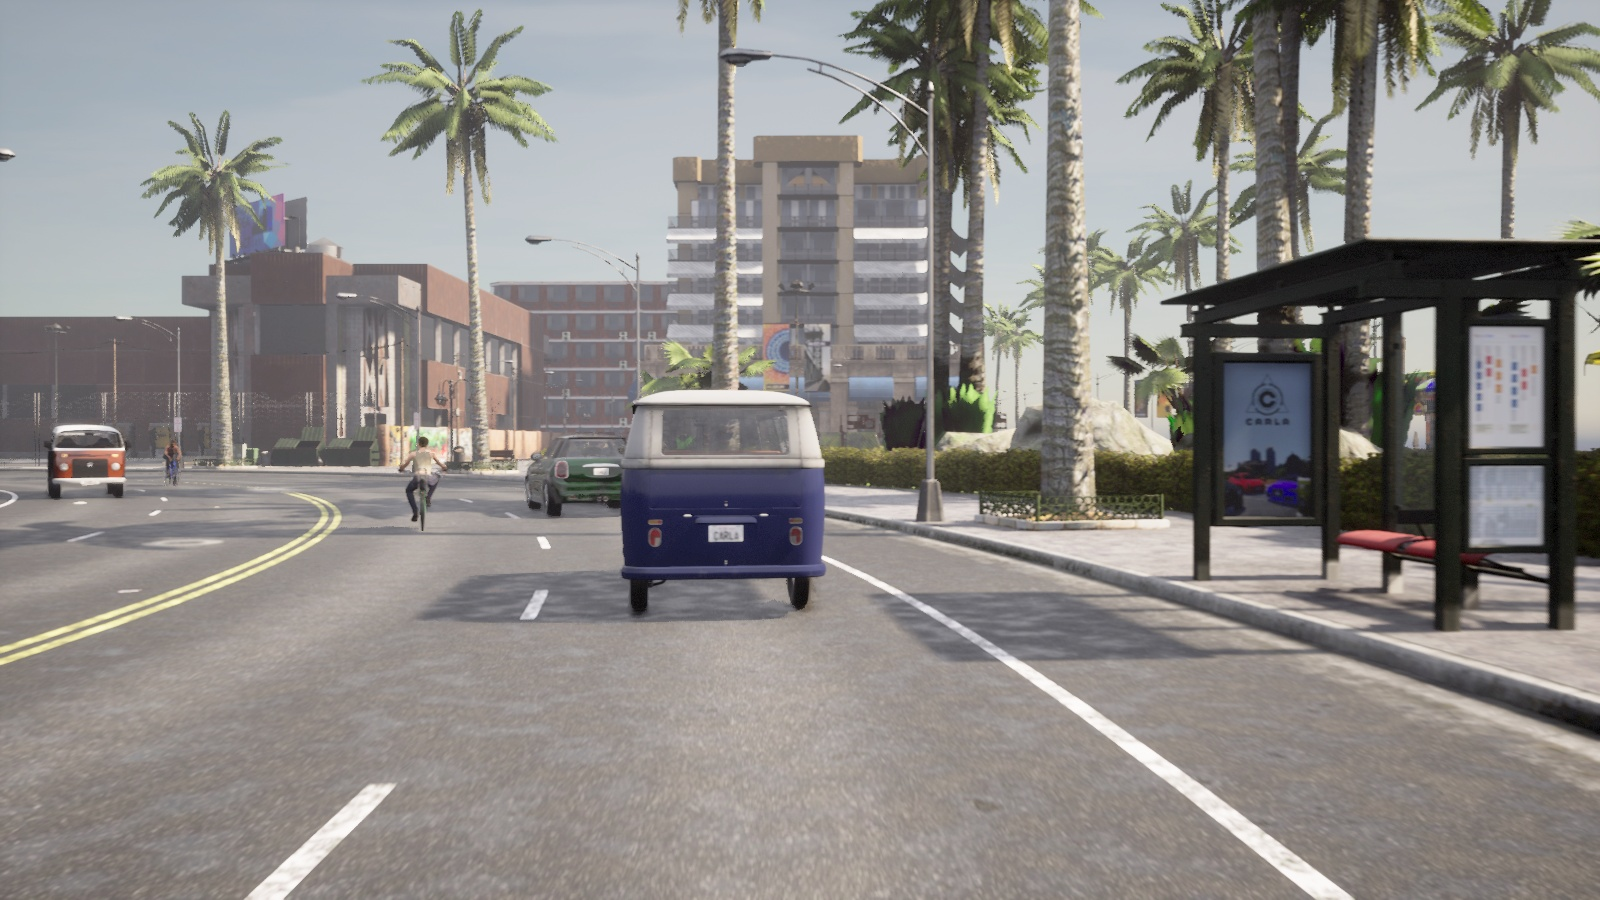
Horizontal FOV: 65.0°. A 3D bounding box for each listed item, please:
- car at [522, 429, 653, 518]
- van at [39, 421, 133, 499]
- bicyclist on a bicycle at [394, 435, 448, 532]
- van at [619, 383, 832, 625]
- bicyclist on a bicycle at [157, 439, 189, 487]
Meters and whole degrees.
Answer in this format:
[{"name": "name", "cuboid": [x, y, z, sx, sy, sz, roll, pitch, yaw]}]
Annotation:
[{"name": "car", "cuboid": [-4.750, 0.448, 27.486, 2.097, 1.767, 4.553, 0, 0, -19]}, {"name": "van", "cuboid": [-20.147, 0.261, 35.354, 2.069, 2.038, 4.480, 0, 0, -33]}, {"name": "bicyclist on a bicycle", "cuboid": [-6.567, 0.557, 21.840, 0.866, 1.612, 1.509, 0, 0, -16]}, {"name": "van", "cuboid": [-0.906, 0.428, 12.633, 1.775, 1.987, 4.442, 0, 0, -8]}, {"name": "bicyclist on a bicycle", "cuboid": [-21.765, 0.443, 43.557, 0.582, 1.620, 1.656, -1, 1, -41]}]
